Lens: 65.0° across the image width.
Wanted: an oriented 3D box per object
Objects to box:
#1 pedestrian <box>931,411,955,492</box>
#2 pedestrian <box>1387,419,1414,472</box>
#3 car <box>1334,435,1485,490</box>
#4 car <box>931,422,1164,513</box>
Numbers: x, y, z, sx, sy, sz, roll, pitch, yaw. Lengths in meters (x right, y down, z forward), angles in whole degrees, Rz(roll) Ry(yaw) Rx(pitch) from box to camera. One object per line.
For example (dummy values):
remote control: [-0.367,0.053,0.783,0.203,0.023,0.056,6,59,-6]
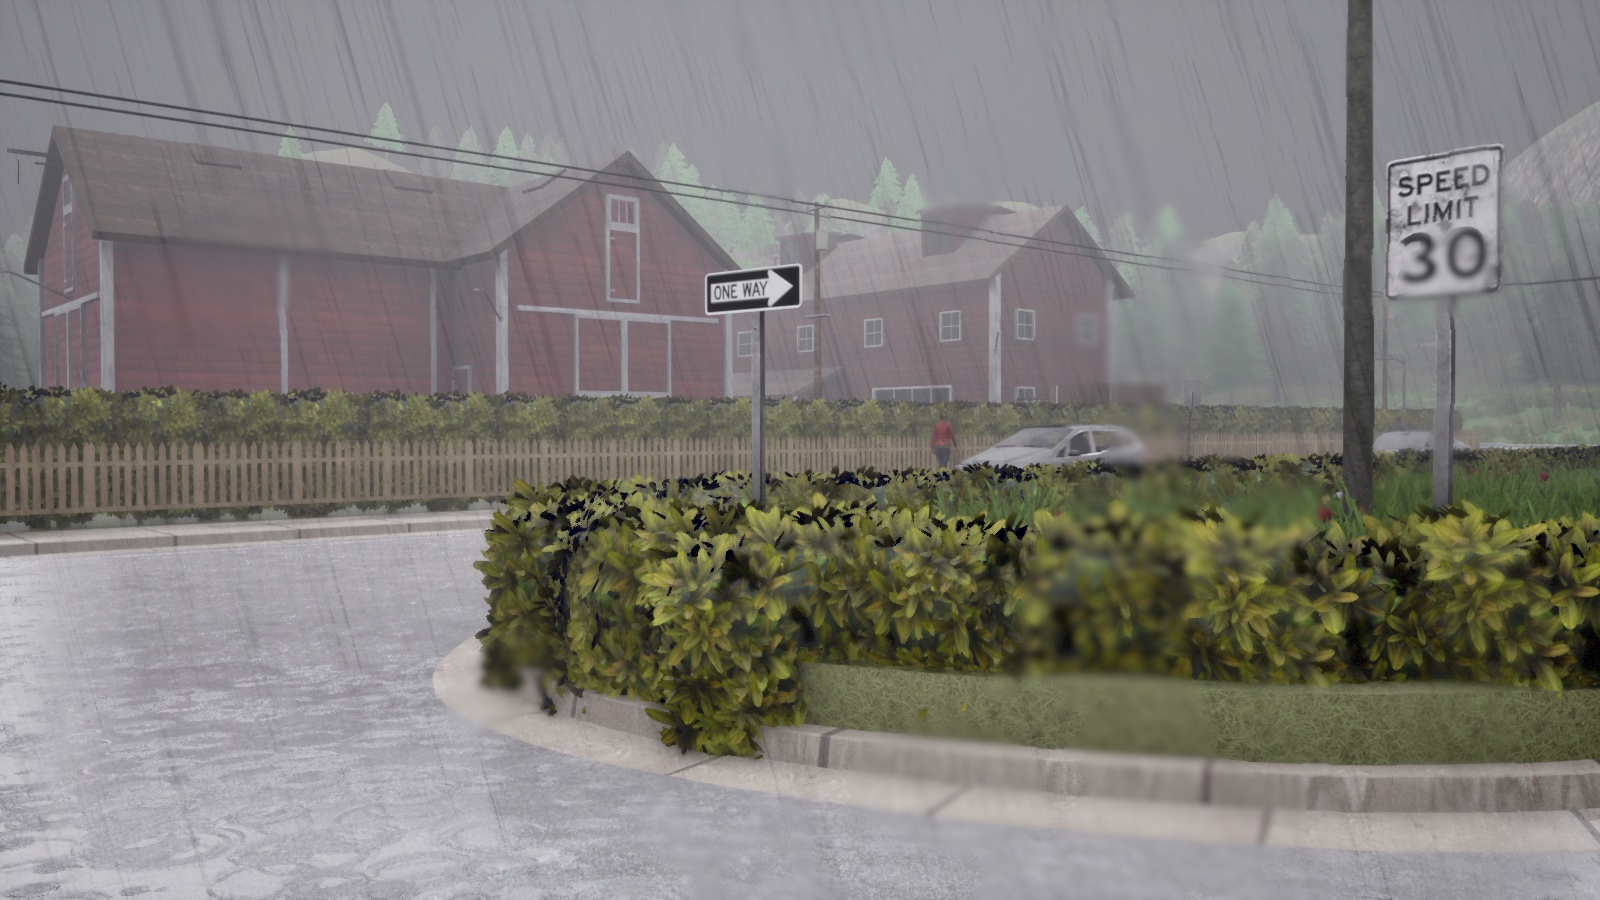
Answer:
pedestrian: [3.291,0.030,28.912,0.331,1.846,0.636,1,1,29]
pedestrian: [21.357,-0.158,44.688,0.849,1.883,0.563,-1,1,-41]
car: [17.605,0.309,36.186,4.792,1.488,2.163,-1,1,-41]
car: [5.064,0.282,25.399,4.611,1.667,2.242,-1,1,-41]
